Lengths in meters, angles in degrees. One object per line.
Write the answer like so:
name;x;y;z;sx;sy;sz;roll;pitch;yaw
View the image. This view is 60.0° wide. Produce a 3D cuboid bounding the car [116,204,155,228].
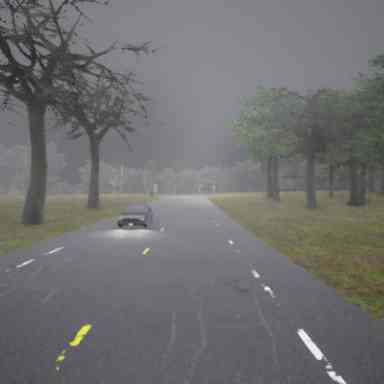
car;-3.603;1.516;22.221;2.033;1.411;5.357;0;0;0
